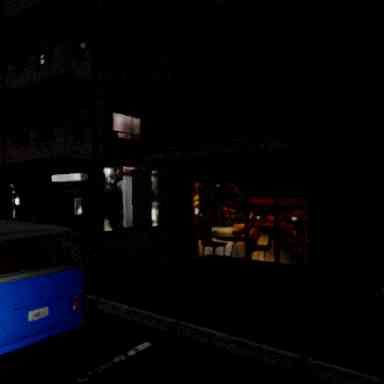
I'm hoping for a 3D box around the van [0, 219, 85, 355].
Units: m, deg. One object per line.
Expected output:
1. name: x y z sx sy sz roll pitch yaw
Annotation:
1. van: -3.484 1.334 5.376 3.998 1.788 1.690 0 -1 36
